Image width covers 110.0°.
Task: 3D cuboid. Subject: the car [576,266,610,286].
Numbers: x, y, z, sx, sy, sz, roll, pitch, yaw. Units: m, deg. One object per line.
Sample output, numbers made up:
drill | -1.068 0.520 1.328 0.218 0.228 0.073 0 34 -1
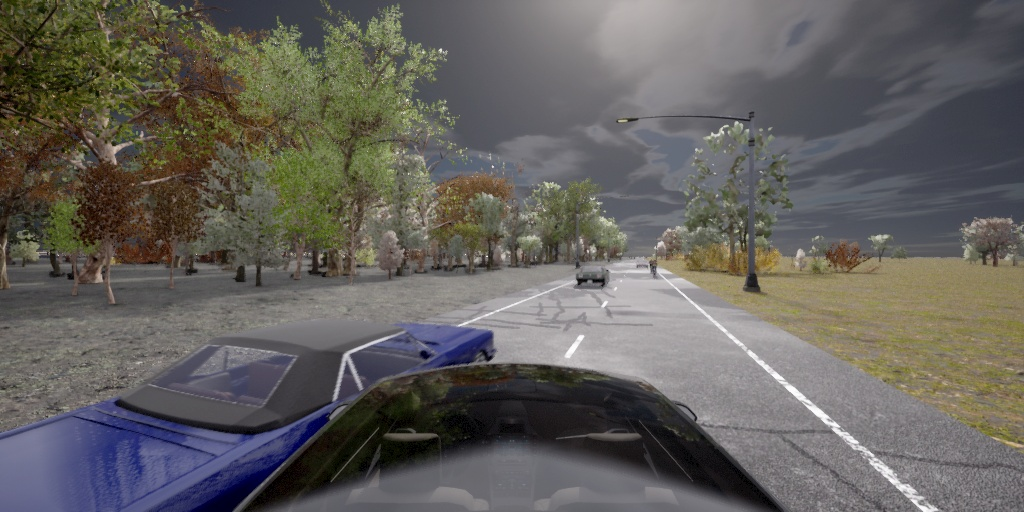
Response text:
car | 5.834 1.356 25.430 1.895 1.301 4.718 0 0 20

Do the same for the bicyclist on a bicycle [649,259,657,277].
bicyclist on a bicycle | 13.618 1.211 34.320 0.582 1.620 1.656 0 0 19

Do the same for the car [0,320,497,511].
car | -1.810 1.350 3.855 1.895 1.301 4.718 0 0 20
